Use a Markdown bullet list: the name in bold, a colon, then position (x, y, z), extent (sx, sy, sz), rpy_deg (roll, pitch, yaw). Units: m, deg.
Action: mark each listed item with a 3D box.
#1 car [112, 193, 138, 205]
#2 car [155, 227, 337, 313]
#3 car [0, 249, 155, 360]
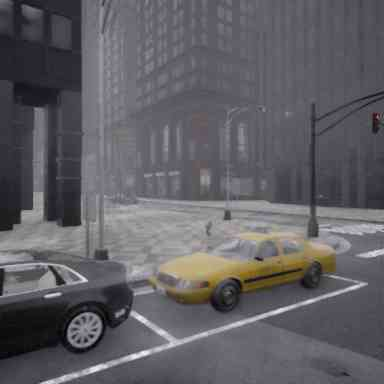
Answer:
- **car**: position (-8.426, 0.826, 41.194), extent (1.812, 1.442, 4.674), rpy_deg (0, 1, -36)
- **car**: position (1.387, 1.522, 7.637), extent (4.829, 1.417, 1.752), rpy_deg (0, 0, -36)
- **car**: position (-2.962, 1.551, 4.534), extent (4.403, 1.369, 2.008), rpy_deg (0, 0, -36)
